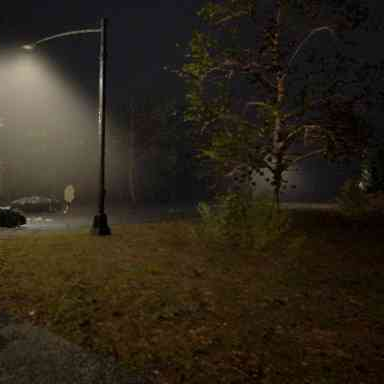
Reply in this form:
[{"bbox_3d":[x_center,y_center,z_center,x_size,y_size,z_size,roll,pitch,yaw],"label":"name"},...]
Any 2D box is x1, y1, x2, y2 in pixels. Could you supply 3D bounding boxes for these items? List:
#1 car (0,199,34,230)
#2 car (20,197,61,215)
[{"bbox_3d":[-10.740,1.241,16.885,1.994,1.385,4.181,1,0,36],"label":"car"},{"bbox_3d":[-12.731,1.130,26.085,2.128,1.511,4.902,1,1,36],"label":"car"}]
